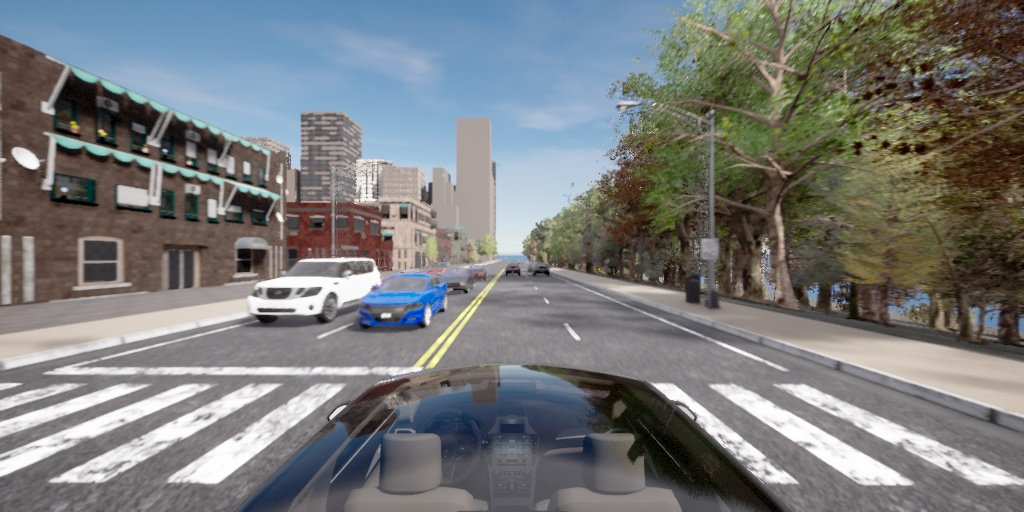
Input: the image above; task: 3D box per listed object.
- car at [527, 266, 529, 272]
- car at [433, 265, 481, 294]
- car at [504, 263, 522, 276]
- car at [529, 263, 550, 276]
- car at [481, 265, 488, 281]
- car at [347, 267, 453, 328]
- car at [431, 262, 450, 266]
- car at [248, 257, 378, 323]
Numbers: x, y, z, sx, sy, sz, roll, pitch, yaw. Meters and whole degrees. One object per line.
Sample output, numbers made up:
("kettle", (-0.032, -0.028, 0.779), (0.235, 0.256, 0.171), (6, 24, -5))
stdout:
("car", (3.263, 1.699, 52.605), (2.033, 1.411, 5.357), (0, 0, 0))
("car", (-3.345, 1.460, 22.193), (2.033, 1.411, 5.357), (0, 0, 0))
("car", (0.111, 1.579, 42.619), (1.837, 1.490, 4.892), (0, 0, 0))
("car", (3.359, 1.575, 42.203), (1.837, 1.490, 4.892), (0, -1, 0))
("car", (-3.336, 1.566, 33.472), (1.994, 1.385, 4.181), (0, 0, -1))
("car", (-3.351, 1.308, 11.902), (1.882, 1.535, 5.008), (0, 0, -1))
("car", (-6.581, 1.347, 32.724), (2.097, 1.767, 4.553), (0, 0, 0))
("car", (-6.574, 1.060, 12.849), (2.150, 2.045, 5.566), (0, 0, 2))
